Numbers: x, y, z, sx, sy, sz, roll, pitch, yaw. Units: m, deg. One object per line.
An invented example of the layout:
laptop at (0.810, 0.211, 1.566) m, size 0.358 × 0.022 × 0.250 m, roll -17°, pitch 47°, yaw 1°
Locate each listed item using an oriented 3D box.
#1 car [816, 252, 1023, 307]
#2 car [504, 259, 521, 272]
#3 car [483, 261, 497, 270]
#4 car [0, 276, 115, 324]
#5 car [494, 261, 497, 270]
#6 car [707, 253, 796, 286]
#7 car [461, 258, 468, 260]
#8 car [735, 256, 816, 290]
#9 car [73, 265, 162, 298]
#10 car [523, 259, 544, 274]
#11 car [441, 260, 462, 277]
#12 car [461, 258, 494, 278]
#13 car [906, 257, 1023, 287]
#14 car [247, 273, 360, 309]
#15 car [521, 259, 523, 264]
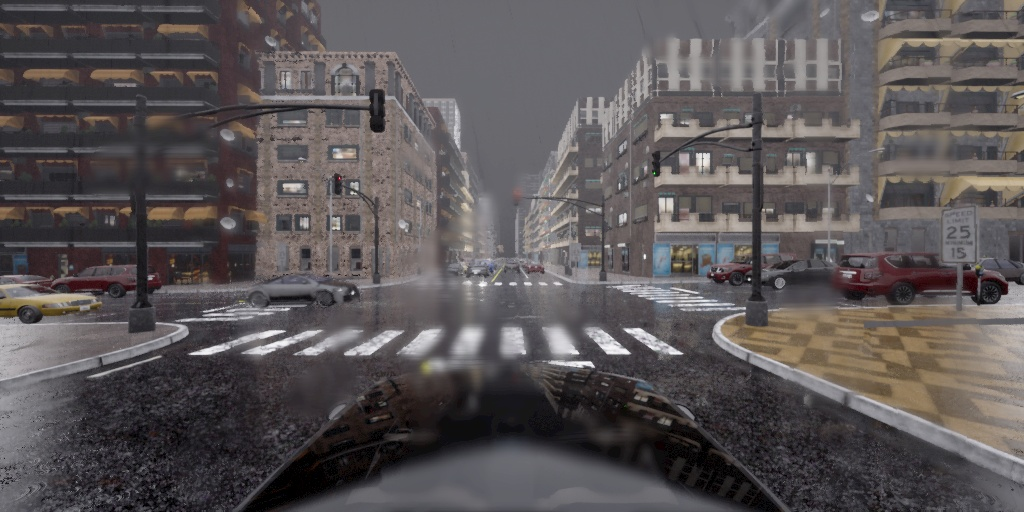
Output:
car at (14.685, 0.775, 13.141) m, size 5.009 × 1.841 × 2.192 m, roll 0°, pitch 0°, yaw -1°
car at (-0.001, 1.252, 46.618) m, size 2.128 × 1.511 × 4.902 m, roll 0°, pitch 0°, yaw 0°
car at (-3.207, 1.365, 53.434) m, size 1.895 × 1.301 × 4.718 m, roll 0°, pitch 0°, yaw 0°
car at (-17.654, 1.585, 12.786) m, size 4.829 × 1.417 × 1.751 m, roll 0°, pitch 0°, yaw -1°
car at (-3.192, 1.237, 43.437) m, size 1.882 × 1.535 × 5.008 m, roll 0°, pitch 0°, yaw 0°
car at (14.531, 0.759, 21.520) m, size 5.009 × 1.841 × 2.192 m, roll 0°, pitch 0°, yaw -1°
car at (-5.777, 1.284, 40.651) m, size 1.751 × 1.417 × 4.829 m, roll 0°, pitch 0°, yaw 0°
car at (14.933, 0.947, 18.933) m, size 4.892 × 1.490 × 1.837 m, roll -1°, pitch 0°, yaw -1°
car at (-23.642, 1.462, 21.069) m, size 5.009 × 1.841 × 2.192 m, roll 0°, pitch 0°, yaw -1°
car at (2.603, 1.198, 40.842) m, size 1.967 × 1.591 × 4.097 m, roll 0°, pitch 0°, yaw 0°
car at (-5.765, 1.322, 35.139) m, size 1.948 × 1.339 × 4.313 m, roll 0°, pitch 0°, yaw 0°
car at (-3.172, 1.247, 34.014) m, size 2.128 × 1.511 × 4.902 m, roll 0°, pitch 0°, yaw 0°
car at (24.723, 0.807, 19.044) m, size 5.357 × 1.411 × 2.033 m, roll -1°, pitch 0°, yaw -1°
car at (-8.881, 1.454, 15.472) m, size 4.181 × 1.385 × 1.994 m, roll -1°, pitch 0°, yaw -1°
car at (2.590, 1.200, 46.524) m, size 1.967 × 1.591 × 4.097 m, roll 0°, pitch 0°, yaw 0°
